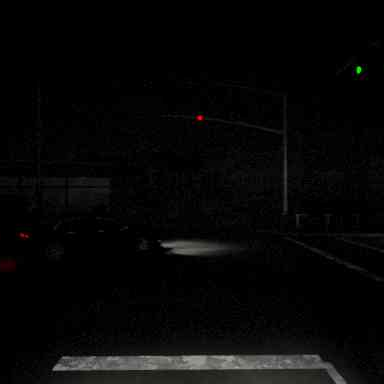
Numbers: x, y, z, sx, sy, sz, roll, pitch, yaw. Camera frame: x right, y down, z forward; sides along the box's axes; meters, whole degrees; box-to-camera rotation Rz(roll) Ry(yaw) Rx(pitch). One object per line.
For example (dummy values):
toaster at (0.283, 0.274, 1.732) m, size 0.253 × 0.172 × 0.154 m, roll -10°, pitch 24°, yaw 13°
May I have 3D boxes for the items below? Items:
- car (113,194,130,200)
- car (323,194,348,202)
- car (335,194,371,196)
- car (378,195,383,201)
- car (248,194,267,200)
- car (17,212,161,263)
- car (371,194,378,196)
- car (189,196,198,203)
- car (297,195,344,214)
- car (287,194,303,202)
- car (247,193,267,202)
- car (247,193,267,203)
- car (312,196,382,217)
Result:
car at (-19.447, 1.333, 91.533) m, size 4.674 × 1.442 × 1.812 m, roll 0°, pitch 0°, yaw 0°
car at (31.281, 1.298, 72.669) m, size 4.514 × 1.523 × 2.007 m, roll 0°, pitch 0°, yaw 0°
car at (20.629, 1.320, 43.237) m, size 3.633 × 1.501 × 1.845 m, roll 0°, pitch 0°, yaw 0°
car at (38.692, 1.154, 62.617) m, size 5.027 × 1.636 × 2.152 m, roll 0°, pitch 0°, yaw 0°
car at (18.088, 1.334, 91.576) m, size 4.902 × 1.511 × 2.128 m, roll 0°, pitch 0°, yaw 0°
car at (-3.511, 1.507, 11.935) m, size 4.892 × 1.490 × 1.837 m, roll 0°, pitch 2°, yaw -28°
car at (38.344, 1.232, 69.034) m, size 3.806 × 1.475 × 1.970 m, roll 0°, pitch 0°, yaw 0°
car at (0.239, 1.547, 69.640) m, size 2.033 × 1.411 × 5.357 m, roll 0°, pitch 0°, yaw 0°
car at (13.001, 1.330, 31.361) m, size 5.027 × 1.636 × 2.152 m, roll 0°, pitch 0°, yaw 0°
car at (21.296, 1.097, 65.689) m, size 4.605 × 1.855 × 1.932 m, roll 0°, pitch 0°, yaw 0°
car at (13.416, 1.077, 68.945) m, size 3.866 × 1.878 × 1.905 m, roll 0°, pitch 0°, yaw 0°
car at (12.817, 1.361, 65.618) m, size 3.806 × 1.475 × 1.970 m, roll 0°, pitch 0°, yaw 0°
car at (13.066, 1.340, 28.225) m, size 4.514 × 1.523 × 2.007 m, roll 0°, pitch 0°, yaw 0°
